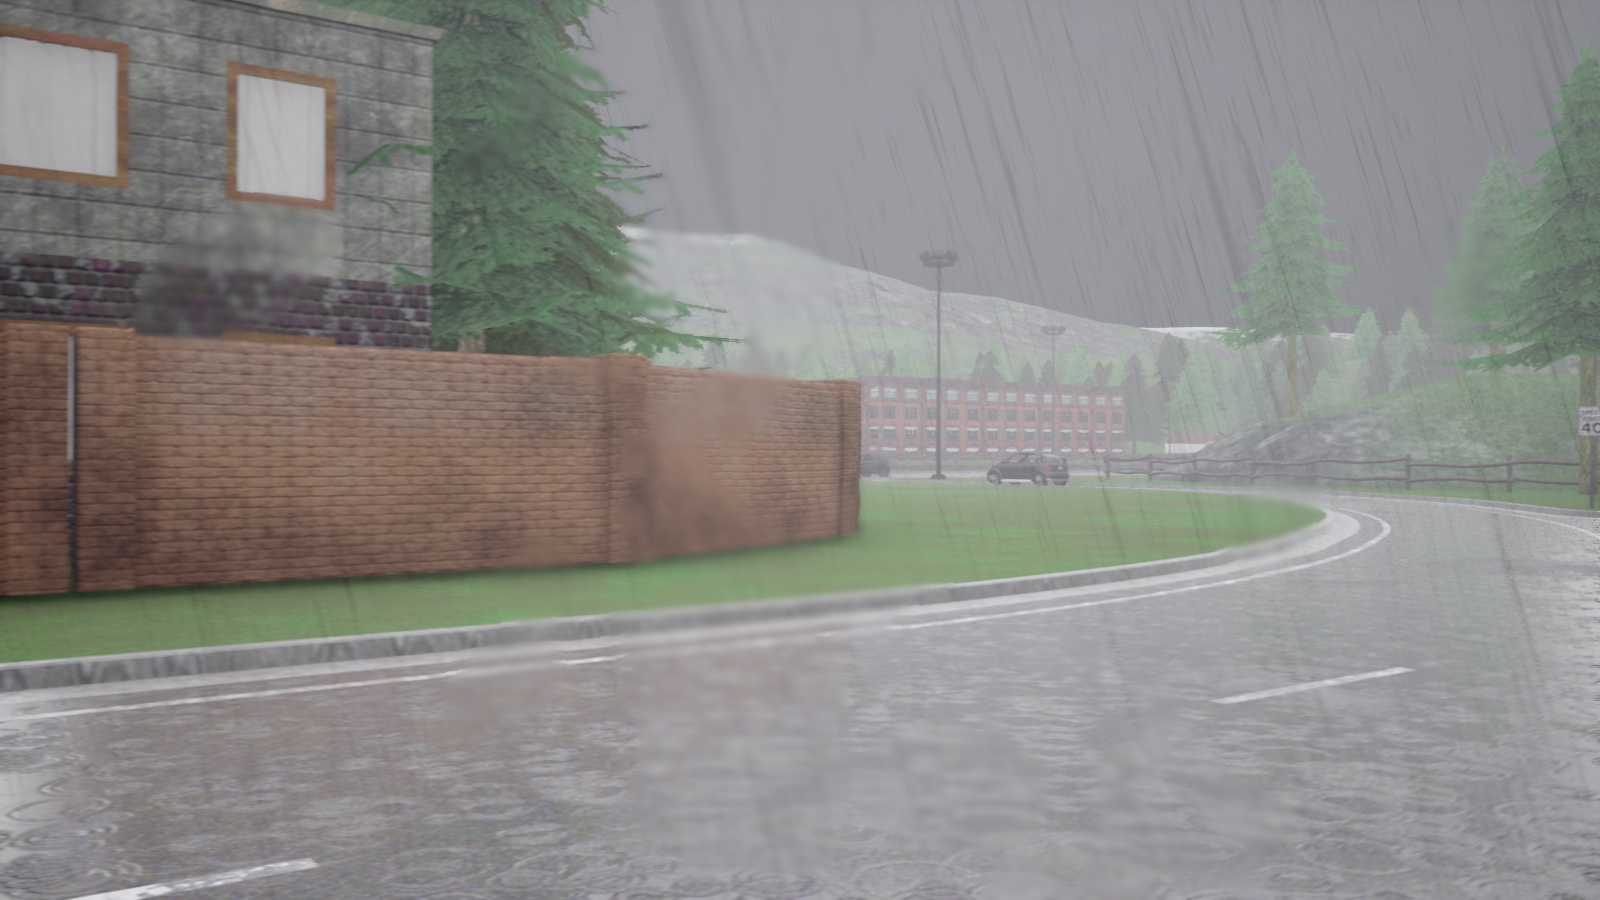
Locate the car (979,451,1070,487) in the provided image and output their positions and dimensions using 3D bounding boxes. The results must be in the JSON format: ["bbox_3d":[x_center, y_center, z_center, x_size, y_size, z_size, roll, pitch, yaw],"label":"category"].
[{"bbox_3d":[10.066,0.840,56.427,1.789,1.549,3.705,0,0,-44],"label":"car"}]

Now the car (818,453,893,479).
[{"bbox_3d":[3.271,0.932,73.699,4.193,1.474,1.816,0,0,-35],"label":"car"}]
